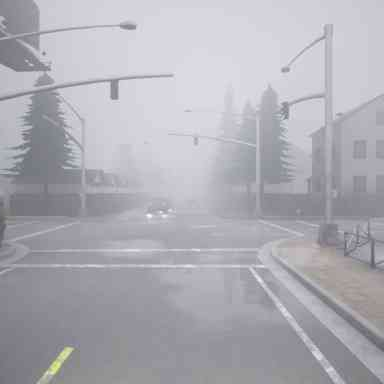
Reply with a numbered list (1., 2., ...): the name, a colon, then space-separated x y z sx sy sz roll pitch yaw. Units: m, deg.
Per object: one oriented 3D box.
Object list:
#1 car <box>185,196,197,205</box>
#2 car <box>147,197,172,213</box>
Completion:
1. car: -0.140 1.491 59.194 2.128 1.511 4.902 0 0 0
2. car: -3.686 1.352 36.990 2.097 1.767 4.553 0 0 0
